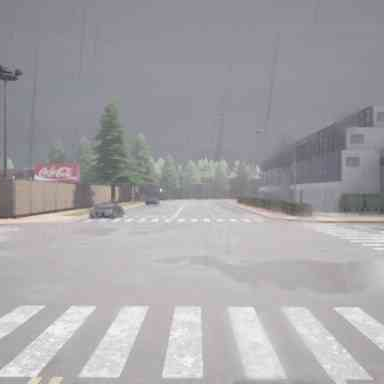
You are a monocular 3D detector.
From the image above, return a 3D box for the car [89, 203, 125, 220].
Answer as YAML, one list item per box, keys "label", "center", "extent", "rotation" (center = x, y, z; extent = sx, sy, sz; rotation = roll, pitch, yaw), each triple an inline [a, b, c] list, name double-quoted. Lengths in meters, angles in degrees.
- label: "car"
  center: [-6.980, 1.569, 27.648]
  extent: [1.994, 1.385, 4.181]
  rotation: [0, 0, 4]

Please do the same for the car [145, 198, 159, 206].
- label: "car"
  center: [-6.654, 1.601, 55.452]
  extent: [1.895, 1.301, 4.718]
  rotation: [0, 0, 0]
